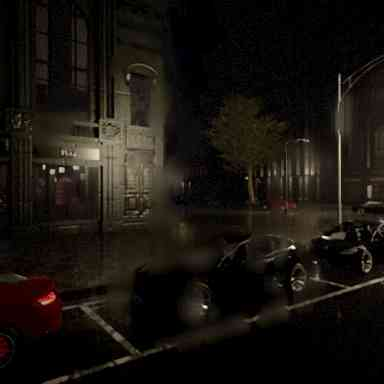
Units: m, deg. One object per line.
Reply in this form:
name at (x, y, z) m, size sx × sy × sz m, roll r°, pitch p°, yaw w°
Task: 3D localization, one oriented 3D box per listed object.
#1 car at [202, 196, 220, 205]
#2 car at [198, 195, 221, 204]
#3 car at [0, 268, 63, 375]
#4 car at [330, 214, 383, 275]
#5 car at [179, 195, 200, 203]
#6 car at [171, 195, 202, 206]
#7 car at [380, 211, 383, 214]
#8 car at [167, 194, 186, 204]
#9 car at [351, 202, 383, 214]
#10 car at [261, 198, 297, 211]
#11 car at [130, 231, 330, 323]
car at (2.887, 1.630, 60.578) m, size 2.128 × 1.511 × 4.902 m, roll 0°, pitch 0°, yaw -35°
car at (3.366, 1.487, 65.480) m, size 2.097 × 1.767 × 4.553 m, roll 0°, pitch 0°, yaw -35°
car at (-3.785, 1.582, 3.946) m, size 4.206 × 1.307 × 1.802 m, roll 0°, pitch 0°, yaw -36°
car at (5.390, 1.570, 10.495) m, size 4.313 × 1.339 × 1.947 m, roll 0°, pitch 0°, yaw -36°
car at (-0.634, 1.483, 70.977) m, size 1.882 × 1.535 × 5.008 m, roll 0°, pitch 0°, yaw -36°
car at (-1.075, 1.707, 60.409) m, size 2.033 × 1.411 × 5.357 m, roll 0°, pitch 0°, yaw -35°
car at (9.978, 1.558, 13.770) m, size 4.403 × 1.369 × 2.008 m, roll 0°, pitch 0°, yaw -36°
car at (-3.051, 1.390, 68.769) m, size 2.150 × 2.045 × 5.566 m, roll 0°, pitch 0°, yaw -36°
car at (18.521, 1.665, 32.945) m, size 1.895 × 1.301 × 4.718 m, roll 0°, pitch 0°, yaw -36°
car at (11.222, 1.576, 43.123) m, size 1.882 × 1.535 × 5.008 m, roll 0°, pitch 0°, yaw -36°
car at (0.802, 1.567, 7.220) m, size 4.313 × 1.339 × 1.947 m, roll 0°, pitch 0°, yaw -36°
